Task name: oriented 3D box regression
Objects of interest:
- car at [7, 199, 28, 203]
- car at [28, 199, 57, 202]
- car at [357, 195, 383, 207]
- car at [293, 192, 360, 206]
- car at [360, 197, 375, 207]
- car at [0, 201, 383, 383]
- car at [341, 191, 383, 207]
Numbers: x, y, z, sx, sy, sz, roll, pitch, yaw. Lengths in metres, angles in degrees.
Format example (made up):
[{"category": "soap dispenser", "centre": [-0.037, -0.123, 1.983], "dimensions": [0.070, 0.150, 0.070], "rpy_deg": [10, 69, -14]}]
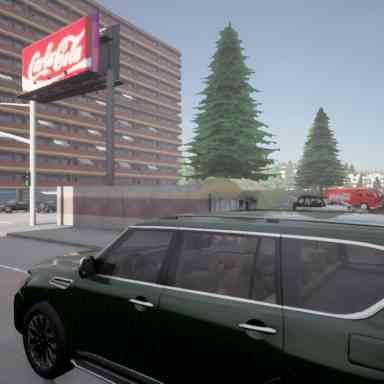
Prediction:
[{"category": "car", "centre": [-18.823, 1.491, 36.300], "dimensions": [2.128, 1.511, 4.902], "rpy_deg": [0, 0, 35]}, {"category": "car", "centre": [-14.865, 1.564, 35.843], "dimensions": [1.994, 1.385, 4.181], "rpy_deg": [0, 0, 35]}, {"category": "car", "centre": [26.174, 1.285, 48.098], "dimensions": [3.988, 1.617, 1.851], "rpy_deg": [0, 0, 35]}, {"category": "car", "centre": [8.767, 1.149, 22.286], "dimensions": [3.866, 1.878, 1.905], "rpy_deg": [0, 0, 35]}, {"category": "car", "centre": [10.705, 1.338, 24.346], "dimensions": [4.193, 1.474, 1.816], "rpy_deg": [0, 0, 35]}, {"category": "car", "centre": [0.225, 1.222, 3.832], "dimensions": [5.566, 2.045, 2.150], "rpy_deg": [0, 0, 35]}, {"category": "car", "centre": [23.053, 1.117, 44.819], "dimensions": [4.605, 1.855, 1.932], "rpy_deg": [0, 0, 35]}]
